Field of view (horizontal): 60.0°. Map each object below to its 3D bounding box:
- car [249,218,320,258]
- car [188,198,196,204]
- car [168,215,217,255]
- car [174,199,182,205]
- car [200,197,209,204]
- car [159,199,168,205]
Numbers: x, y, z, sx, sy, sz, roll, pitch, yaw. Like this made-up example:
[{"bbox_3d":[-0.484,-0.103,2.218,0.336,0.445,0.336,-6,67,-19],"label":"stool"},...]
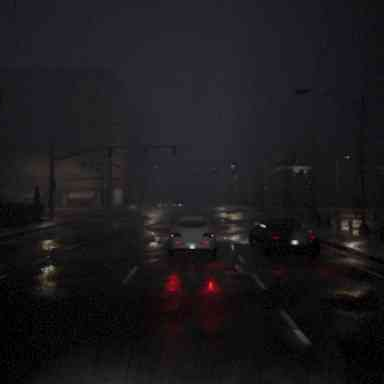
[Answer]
[{"bbox_3d":[3.526,1.715,13.381,1.994,1.385,4.181,0,-1,0],"label":"car"},{"bbox_3d":[0.004,2.497,88.254,2.128,1.511,4.902,0,-1,0],"label":"car"},{"bbox_3d":[0.027,1.681,13.881,1.812,1.442,4.674,0,0,0],"label":"car"},{"bbox_3d":[-3.496,2.449,81.810,2.033,1.411,5.357,0,-1,0],"label":"car"},{"bbox_3d":[3.504,2.527,88.540,1.994,1.385,4.181,0,-1,0],"label":"car"},{"bbox_3d":[-6.996,2.433,81.811,1.812,1.442,4.674,0,-1,0],"label":"car"}]
